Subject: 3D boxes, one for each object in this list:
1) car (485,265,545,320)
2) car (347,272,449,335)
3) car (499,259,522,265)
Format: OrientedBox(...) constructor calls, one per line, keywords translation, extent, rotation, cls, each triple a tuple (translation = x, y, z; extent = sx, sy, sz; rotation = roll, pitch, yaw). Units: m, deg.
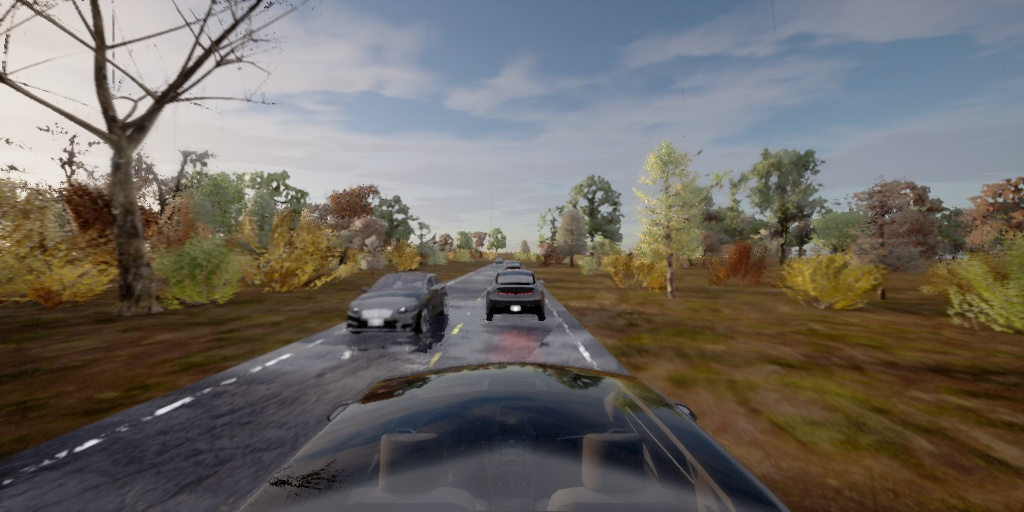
OrientedBox(translation=(0.107, 1.249, 12.671), extent=(1.837, 1.490, 4.892), rotation=(0, 0, 0), cls="car")
OrientedBox(translation=(-3.094, 1.237, 10.598), extent=(2.128, 1.511, 4.902), rotation=(0, 0, 0), cls="car")
OrientedBox(translation=(0.119, 1.237, 30.764), extent=(1.837, 1.490, 4.892), rotation=(0, 0, 0), cls="car")
